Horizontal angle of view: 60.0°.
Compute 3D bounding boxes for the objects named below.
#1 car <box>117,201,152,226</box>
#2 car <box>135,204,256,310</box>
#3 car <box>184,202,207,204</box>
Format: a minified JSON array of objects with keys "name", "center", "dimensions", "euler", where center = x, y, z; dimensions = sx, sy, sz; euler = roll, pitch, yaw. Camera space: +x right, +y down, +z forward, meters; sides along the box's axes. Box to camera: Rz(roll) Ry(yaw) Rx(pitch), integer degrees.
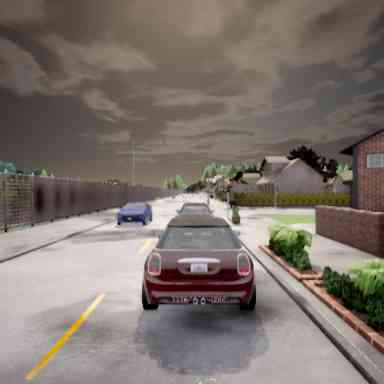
[{"name":"car","center":[-3.912,1.445,23.449],"dimensions":[1.882,1.535,5.008],"euler":[0,0,0]},{"name":"car","center":[0.129,1.340,7.933],"dimensions":[2.097,1.767,4.553],"euler":[0,0,0]},{"name":"car","center":[0.171,1.326,17.631],"dimensions":[2.097,1.767,4.553],"euler":[0,0,0]}]
